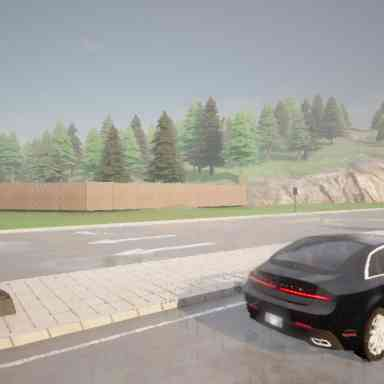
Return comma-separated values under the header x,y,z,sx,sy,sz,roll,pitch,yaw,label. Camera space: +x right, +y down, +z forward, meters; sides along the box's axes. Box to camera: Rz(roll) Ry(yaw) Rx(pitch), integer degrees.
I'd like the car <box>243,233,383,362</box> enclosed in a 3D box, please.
x,y,z,sx,sy,sz,roll,pitch,yaw,label
3.082,1.504,5.946,4.892,1.490,1.837,0,0,-35,car
